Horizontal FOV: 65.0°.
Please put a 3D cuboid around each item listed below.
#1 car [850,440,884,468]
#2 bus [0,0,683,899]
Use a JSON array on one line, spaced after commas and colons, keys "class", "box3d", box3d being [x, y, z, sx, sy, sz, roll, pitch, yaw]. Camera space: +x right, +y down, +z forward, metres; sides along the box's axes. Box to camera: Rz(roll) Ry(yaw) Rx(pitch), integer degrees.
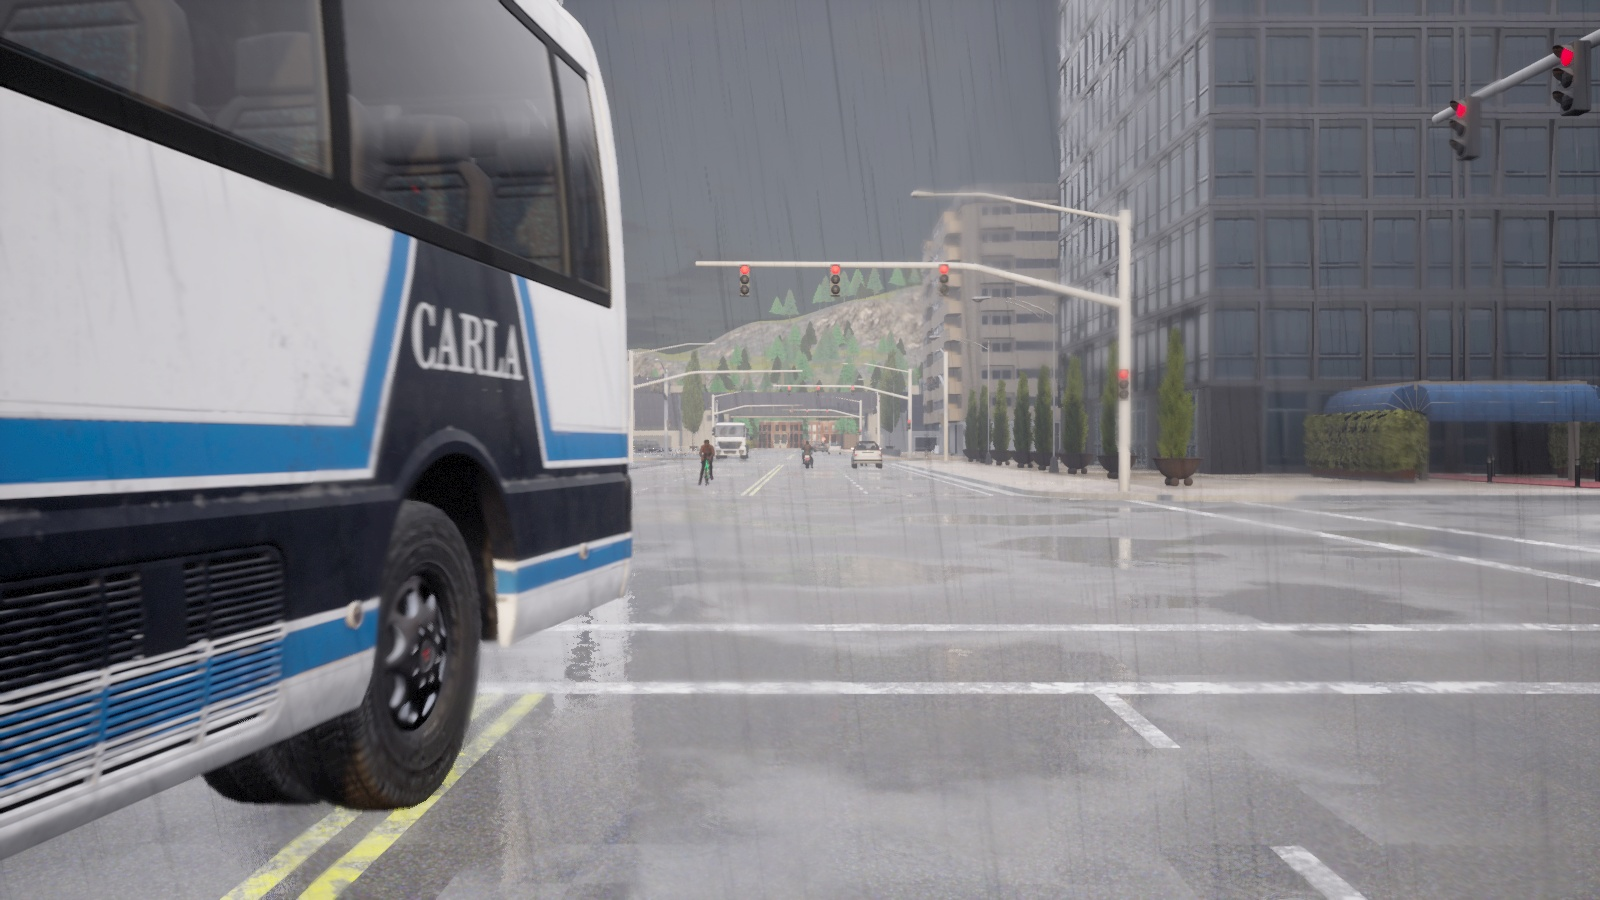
[{"class": "car", "box3d": [3.927, 0.229, 74.133, 1.851, 1.617, 3.988, 0, 0, 1]}, {"class": "bus", "box3d": [-3.358, -0.648, 2.677, 3.944, 4.253, 10.273, 0, 0, 8]}]
